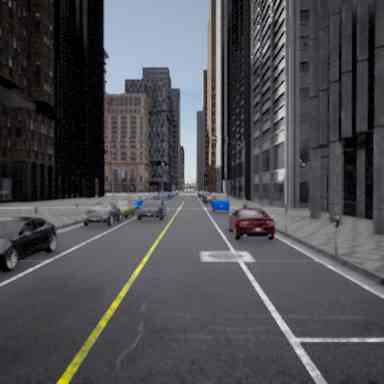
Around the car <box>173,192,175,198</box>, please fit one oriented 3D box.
[{"bbox_3d":[-5.728,0.942,78.212,1.887,1.381,4.507,0,0,0],"label":"car"}]

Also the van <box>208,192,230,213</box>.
[{"bbox_3d":[2.775,1.087,33.085,1.690,1.788,3.998,0,0,0],"label":"van"}]

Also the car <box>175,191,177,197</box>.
[{"bbox_3d":[-5.722,0.875,89.493,1.947,1.339,4.313,0,0,0],"label":"car"}]

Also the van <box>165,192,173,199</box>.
[{"bbox_3d":[-5.732,0.782,72.570,1.690,1.788,3.998,0,0,0],"label":"van"}]

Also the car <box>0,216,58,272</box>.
[{"bbox_3d":[-5.760,1.484,10.524,1.947,1.339,4.313,0,0,0],"label":"car"}]

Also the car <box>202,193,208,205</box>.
[{"bbox_3d":[2.784,1.198,50.008,1.802,1.307,4.206,0,0,0],"label":"car"}]

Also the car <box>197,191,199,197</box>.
[{"bbox_3d":[2.803,0.854,89.492,1.887,1.381,4.507,0,0,0],"label":"car"}]

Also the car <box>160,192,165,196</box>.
[{"bbox_3d":[-5.742,0.931,50.007,2.192,1.841,5.009,0,0,0],"label":"car"}]

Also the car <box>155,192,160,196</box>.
[{"bbox_3d":[-5.745,1.099,44.366,1.967,1.590,4.097,0,0,0],"label":"car"}]

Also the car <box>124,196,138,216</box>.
[{"bbox_3d":[-5.753,1.316,27.275,1.752,1.417,4.829,0,0,0],"label":"car"}]

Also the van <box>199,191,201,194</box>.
[{"bbox_3d":[2.791,0.826,66.928,1.690,1.788,3.998,0,0,0],"label":"van"}]

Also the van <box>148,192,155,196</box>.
[{"bbox_3d":[-5.748,1.044,38.725,1.690,1.788,3.998,0,0,0],"label":"van"}]

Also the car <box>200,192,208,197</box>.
[{"bbox_3d":[2.787,1.154,55.649,1.802,1.307,4.206,0,0,0],"label":"car"}]

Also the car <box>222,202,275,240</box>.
[{"bbox_3d":[2.767,1.420,16.165,1.887,1.381,4.507,0,0,0],"label":"car"}]

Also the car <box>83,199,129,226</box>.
[{"bbox_3d":[-5.755,1.383,21.805,2.008,1.369,4.403,0,0,0],"label":"car"}]

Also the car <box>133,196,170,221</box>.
[{"bbox_3d":[-2.988,1.311,25.429,1.837,1.490,4.892,0,0,0],"label":"car"}]

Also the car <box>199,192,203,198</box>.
[{"bbox_3d":[2.789,1.095,61.289,1.947,1.339,4.313,0,0,0],"label":"car"}]

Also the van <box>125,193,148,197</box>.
[{"bbox_3d":[-5.751,1.087,33.084,1.690,1.788,3.998,0,0,0],"label":"van"}]
